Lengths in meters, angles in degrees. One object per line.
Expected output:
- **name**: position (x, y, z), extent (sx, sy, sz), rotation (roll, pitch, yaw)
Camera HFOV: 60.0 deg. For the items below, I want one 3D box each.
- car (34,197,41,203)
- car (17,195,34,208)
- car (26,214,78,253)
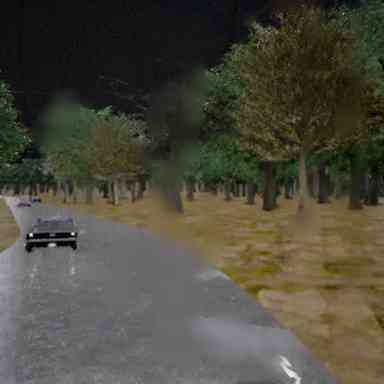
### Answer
- **car**: position (-37.555, 1.831, 80.235), extent (1.882, 1.535, 5.008), rotation (1, -1, -30)
- **car**: position (-25.984, 1.664, 51.505), extent (1.837, 1.490, 4.892), rotation (1, -1, -29)
- **car**: position (-5.938, 1.669, 14.401), extent (1.895, 1.301, 4.718), rotation (0, 0, -20)
